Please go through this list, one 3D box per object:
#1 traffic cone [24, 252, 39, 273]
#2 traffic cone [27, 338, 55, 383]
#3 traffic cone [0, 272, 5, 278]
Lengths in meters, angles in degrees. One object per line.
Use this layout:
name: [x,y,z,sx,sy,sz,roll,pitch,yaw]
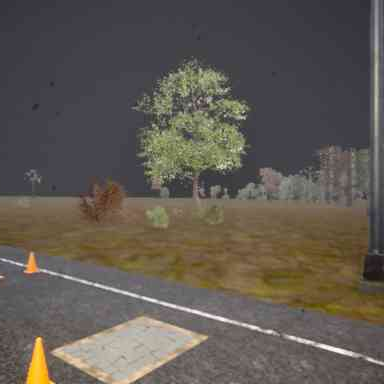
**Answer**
traffic cone: [-4.757,2.074,9.896,0.340,0.580,0.340,0,-1,37]
traffic cone: [-1.793,2.006,3.879,0.340,0.580,0.340,0,-1,37]
traffic cone: [-5.362,2.056,9.100,0.340,0.580,0.340,0,-1,37]
